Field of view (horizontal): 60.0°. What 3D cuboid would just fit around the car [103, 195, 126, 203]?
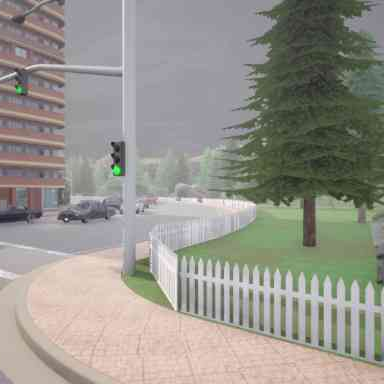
[{"bbox_3d":[-15.863,1.434,67.873,4.902,1.511,2.128,0,0,41],"label":"car"}]

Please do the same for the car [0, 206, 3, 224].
[{"bbox_3d":[-10.163,1.449,12.316,2.128,1.511,4.902,0,1,34],"label":"car"}]

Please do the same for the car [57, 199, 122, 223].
[{"bbox_3d":[-7.798,1.492,25.283,2.033,1.411,5.357,0,0,17],"label":"car"}]

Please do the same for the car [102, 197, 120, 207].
[{"bbox_3d":[-12.649,1.508,51.565,1.994,1.385,4.181,0,0,-24],"label":"car"}]

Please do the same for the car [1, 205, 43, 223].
[{"bbox_3d":[-12.683,1.545,22.602,1.895,1.301,4.718,0,0,23],"label":"car"}]

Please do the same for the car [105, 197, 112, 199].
[{"bbox_3d":[-9.882,1.492,31.835,2.033,1.411,5.357,0,0,8],"label":"car"}]

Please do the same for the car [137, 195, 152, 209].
[{"bbox_3d":[-6.925,1.470,44.918,1.812,1.442,4.674,0,0,-13],"label":"car"}]

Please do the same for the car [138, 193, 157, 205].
[{"bbox_3d":[-7.875,1.298,57.643,2.097,1.767,4.553,0,0,-30],"label":"car"}]

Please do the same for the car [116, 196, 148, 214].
[{"bbox_3d":[-6.169,1.470,34.727,1.812,1.442,4.674,0,0,3],"label":"car"}]

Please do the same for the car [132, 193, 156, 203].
[{"bbox_3d":[-9.583,1.166,66.430,2.150,2.045,5.566,0,0,-40],"label":"car"}]

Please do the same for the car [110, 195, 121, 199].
[{"bbox_3d":[-9.795,1.492,41.909,2.033,1.411,5.357,0,0,-7],"label":"car"}]
